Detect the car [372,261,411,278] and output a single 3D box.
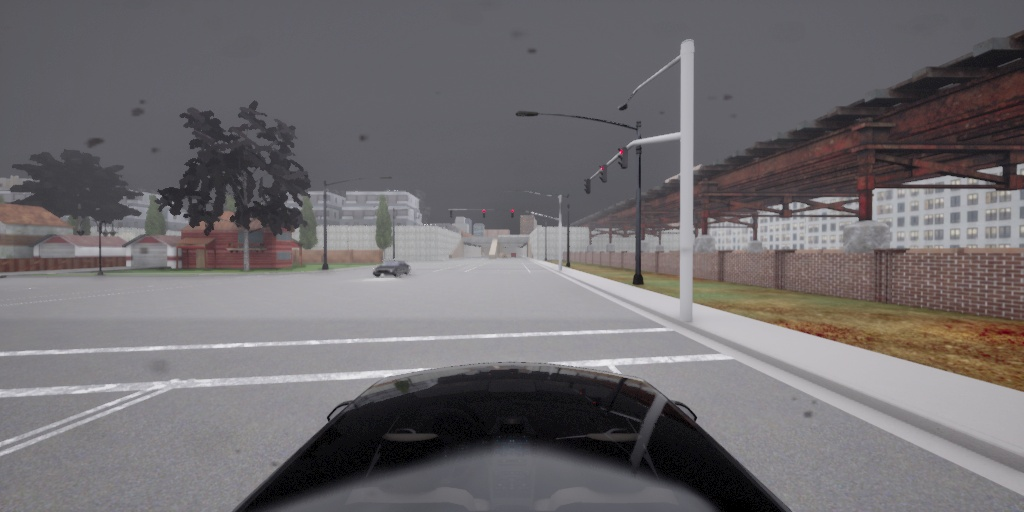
[{"bbox_3d":[-10.375,1.100,31.401,2.033,1.411,5.357,0,1,0],"label":"car"}]
